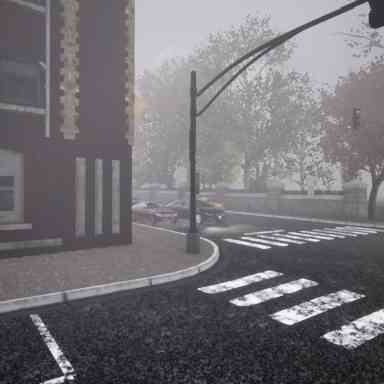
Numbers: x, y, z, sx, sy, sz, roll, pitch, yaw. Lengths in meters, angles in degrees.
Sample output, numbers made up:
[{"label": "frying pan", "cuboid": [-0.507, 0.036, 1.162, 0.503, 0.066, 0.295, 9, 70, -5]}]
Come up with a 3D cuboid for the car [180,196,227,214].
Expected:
[{"label": "car", "cuboid": [0.950, 1.130, 30.551, 1.752, 1.417, 4.829, 1, 0, -36]}]

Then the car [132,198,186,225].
[{"label": "car", "cuboid": [-2.503, 1.257, 21.022, 1.802, 1.307, 4.206, 2, 0, -36]}]

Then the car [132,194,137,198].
[{"label": "car", "cuboid": [-6.041, 1.019, 30.321, 1.837, 1.490, 4.892, 0, 1, -36]}]

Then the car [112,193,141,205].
[{"label": "car", "cuboid": [-8.681, 0.865, 43.876, 2.008, 1.369, 4.403, 1, 0, -36]}]

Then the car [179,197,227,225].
[{"label": "car", "cuboid": [0.164, 1.208, 21.687, 1.837, 1.490, 4.892, 0, 1, -39]}]
